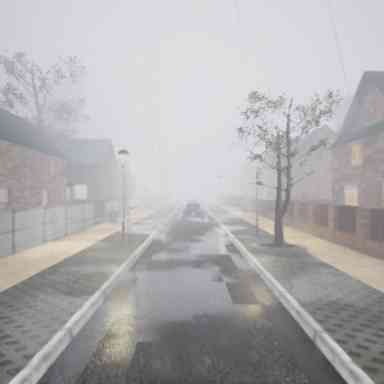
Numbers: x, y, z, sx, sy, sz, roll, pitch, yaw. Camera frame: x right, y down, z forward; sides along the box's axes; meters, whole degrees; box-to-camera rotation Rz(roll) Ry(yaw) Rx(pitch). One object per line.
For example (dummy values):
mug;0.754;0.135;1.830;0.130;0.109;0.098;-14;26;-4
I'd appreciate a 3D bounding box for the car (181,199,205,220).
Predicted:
car;0.084;1.560;28.262;1.812;1.442;4.674;0;0;0

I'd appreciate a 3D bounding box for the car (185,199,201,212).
car;0.079;1.576;40.744;1.812;1.442;4.674;0;0;0
